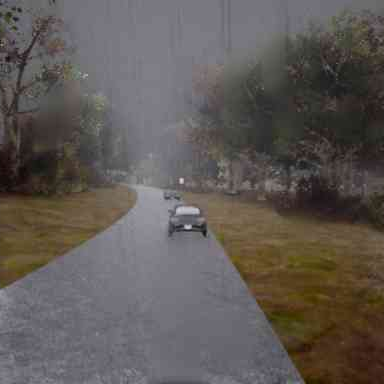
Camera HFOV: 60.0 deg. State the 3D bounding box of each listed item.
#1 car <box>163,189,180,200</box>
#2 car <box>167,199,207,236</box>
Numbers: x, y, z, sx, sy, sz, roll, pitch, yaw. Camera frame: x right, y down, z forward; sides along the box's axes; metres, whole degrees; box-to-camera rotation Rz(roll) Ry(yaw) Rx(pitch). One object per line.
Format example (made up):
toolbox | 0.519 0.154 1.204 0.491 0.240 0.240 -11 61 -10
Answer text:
car | -2.623 0.301 42.061 1.895 1.301 4.718 1 3 -8
car | -0.287 1.331 17.107 1.812 1.442 4.674 0 1 -3
